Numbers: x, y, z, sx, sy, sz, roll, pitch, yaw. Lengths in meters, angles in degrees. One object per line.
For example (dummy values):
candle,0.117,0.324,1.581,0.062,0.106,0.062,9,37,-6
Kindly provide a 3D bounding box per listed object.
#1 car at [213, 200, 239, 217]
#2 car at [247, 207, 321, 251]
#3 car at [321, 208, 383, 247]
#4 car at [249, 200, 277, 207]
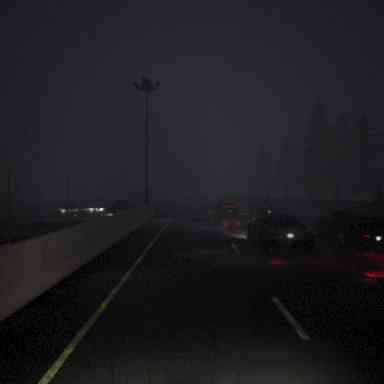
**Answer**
car,3.215,1.505,31.910,2.128,1.511,4.902,0,0,-4
car,3.595,1.570,14.155,1.994,1.385,4.181,0,0,0
car,7.096,1.511,15.081,1.837,1.490,4.892,0,0,0
car,6.715,1.518,31.964,1.837,1.490,4.892,0,0,-4
